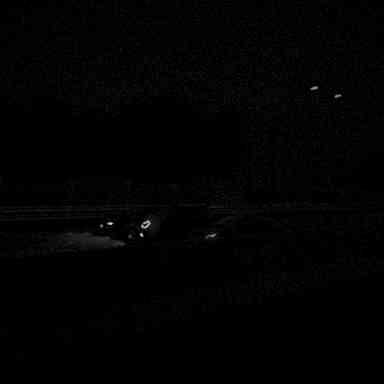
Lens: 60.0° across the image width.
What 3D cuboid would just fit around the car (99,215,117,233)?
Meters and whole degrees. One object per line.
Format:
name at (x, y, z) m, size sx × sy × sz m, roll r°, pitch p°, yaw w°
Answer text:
car at (-2.842, 1.591, 19.163) m, size 4.892 × 1.490 × 1.837 m, roll 1°, pitch 0°, yaw -36°

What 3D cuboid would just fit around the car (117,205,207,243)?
car at (-0.942, 1.436, 16.218) m, size 4.553 × 1.767 × 2.097 m, roll 1°, pitch 0°, yaw -35°

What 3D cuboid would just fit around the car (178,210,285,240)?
car at (1.968, 1.621, 13.995) m, size 4.674 × 1.442 × 1.812 m, roll 1°, pitch 0°, yaw -36°
